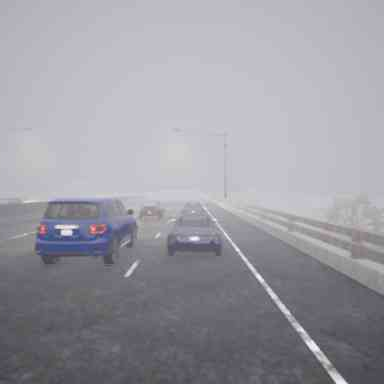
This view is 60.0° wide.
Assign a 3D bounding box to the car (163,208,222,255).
[{"bbox_3d":[0.095,1.543,13.266,1.994,1.385,4.181,0,0,0],"label":"car"}]

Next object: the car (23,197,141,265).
[{"bbox_3d":[-3.408,1.202,11.761,2.150,2.045,5.566,0,0,0],"label":"car"}]

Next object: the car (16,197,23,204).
[{"bbox_3d":[-21.050,1.444,44.320,1.812,1.442,4.674,0,0,0],"label":"car"}]

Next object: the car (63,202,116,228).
[{"bbox_3d":[-6.920,1.509,23.146,2.033,1.411,5.357,0,0,0],"label":"car"}]

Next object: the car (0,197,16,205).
[{"bbox_3d":[-24.544,1.425,44.603,1.837,1.490,4.892,0,0,0],"label":"car"}]

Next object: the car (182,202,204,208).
[{"bbox_3d":[0.105,1.514,28.461,1.994,1.385,4.181,0,0,0],"label":"car"}]

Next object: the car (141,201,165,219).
[{"bbox_3d":[-3.393,1.476,28.900,1.812,1.442,4.674,0,0,0],"label":"car"}]

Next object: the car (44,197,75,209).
[{"bbox_3d":[-17.553,1.466,44.425,2.033,1.411,5.357,0,0,0],"label":"car"}]
